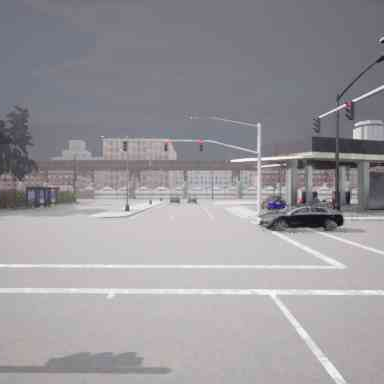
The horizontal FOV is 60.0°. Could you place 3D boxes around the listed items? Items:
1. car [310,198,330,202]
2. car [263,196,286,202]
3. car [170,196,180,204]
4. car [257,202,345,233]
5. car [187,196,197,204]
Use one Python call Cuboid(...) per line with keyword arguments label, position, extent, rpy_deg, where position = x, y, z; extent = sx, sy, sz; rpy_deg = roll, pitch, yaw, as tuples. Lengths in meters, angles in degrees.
Cuboid(label="car", position=(15.480, 1.456, 40.442), extent=(1.970, 1.475, 3.806), rpy_deg=(0, 0, 0))
Cuboid(label="car", position=(9.735, 1.295, 39.683), extent=(2.242, 1.667, 4.611), rpy_deg=(0, 0, 0))
Cuboid(label="car", position=(-3.358, 1.491, 66.287), extent=(2.128, 1.511, 4.902), rpy_deg=(0, 0, 0))
Cuboid(label="car", position=(6.229, 1.492, 19.200), extent=(4.902, 1.511, 2.128), rpy_deg=(0, 0, -5))
Cuboid(label="car", position=(0.040, 1.547, 64.364), extent=(2.033, 1.411, 5.357), rpy_deg=(0, 0, 0))
